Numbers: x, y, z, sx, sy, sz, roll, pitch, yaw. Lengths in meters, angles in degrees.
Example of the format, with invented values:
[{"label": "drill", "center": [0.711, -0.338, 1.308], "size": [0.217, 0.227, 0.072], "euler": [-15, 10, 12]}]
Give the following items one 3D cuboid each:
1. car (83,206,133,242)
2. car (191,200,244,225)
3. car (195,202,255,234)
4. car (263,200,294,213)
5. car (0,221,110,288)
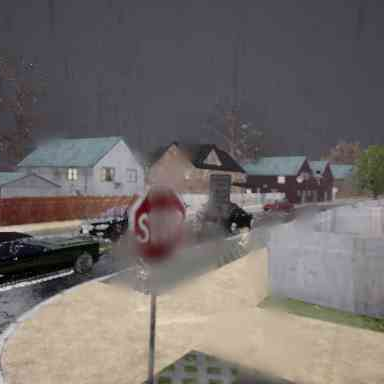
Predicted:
[{"label": "car", "center": [-3.345, 1.467, 16.659], "size": [2.128, 1.511, 4.902], "euler": [3, 2, 32]}, {"label": "car", "center": [2.069, 1.461, 25.391], "size": [1.837, 1.490, 4.892], "euler": [3, 2, 33]}, {"label": "car", "center": [2.333, 1.592, 20.545], "size": [1.837, 1.490, 4.892], "euler": [3, 1, 32]}, {"label": "car", "center": [9.413, 1.554, 36.153], "size": [1.895, 1.301, 4.718], "euler": [3, 2, 36]}, {"label": "car", "center": [-4.690, 1.721, 8.817], "size": [1.895, 1.301, 4.718], "euler": [3, 2, 32]}]
